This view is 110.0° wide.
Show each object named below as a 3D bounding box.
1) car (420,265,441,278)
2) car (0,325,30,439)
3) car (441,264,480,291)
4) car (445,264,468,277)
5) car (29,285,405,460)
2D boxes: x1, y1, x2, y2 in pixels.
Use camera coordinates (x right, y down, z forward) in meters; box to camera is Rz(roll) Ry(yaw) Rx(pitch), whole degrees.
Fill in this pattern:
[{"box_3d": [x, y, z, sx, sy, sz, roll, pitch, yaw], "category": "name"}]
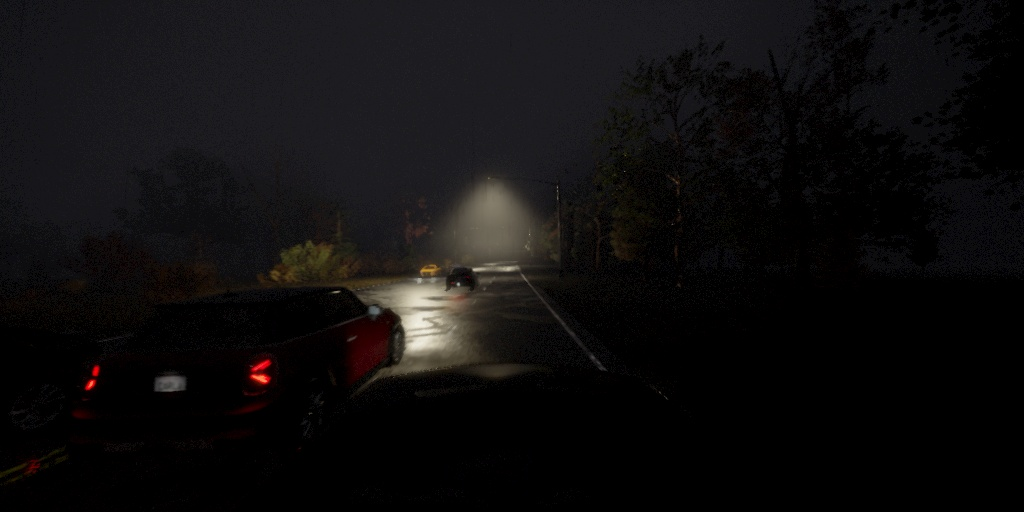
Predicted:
[{"box_3d": [-10.137, 1.882, 44.996, 1.882, 1.535, 5.008, -1, 0, 0], "category": "car"}, {"box_3d": [-6.601, 1.438, 2.937, 1.837, 1.490, 4.892, -2, -1, -1], "category": "car"}, {"box_3d": [-3.390, 1.548, 24.960, 1.837, 1.490, 4.892, -2, 0, 0], "category": "car"}, {"box_3d": [-6.889, 1.751, 45.012, 2.033, 1.411, 5.357, -1, 0, 0], "category": "car"}, {"box_3d": [-3.188, 1.219, 5.437, 2.097, 1.767, 4.553, -1, -1, -1], "category": "car"}]
